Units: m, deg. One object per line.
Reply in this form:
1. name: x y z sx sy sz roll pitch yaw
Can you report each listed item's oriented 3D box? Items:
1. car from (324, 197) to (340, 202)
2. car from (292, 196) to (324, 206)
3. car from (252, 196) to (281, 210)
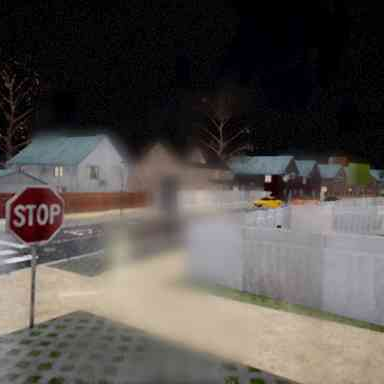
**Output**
1. car: 21.227 1.419 50.402 1.812 1.442 4.674 4 3 41
2. car: 14.415 1.287 41.920 2.097 1.767 4.553 4 3 38
3. car: 8.893 1.262 39.407 1.882 1.535 5.008 4 2 37
